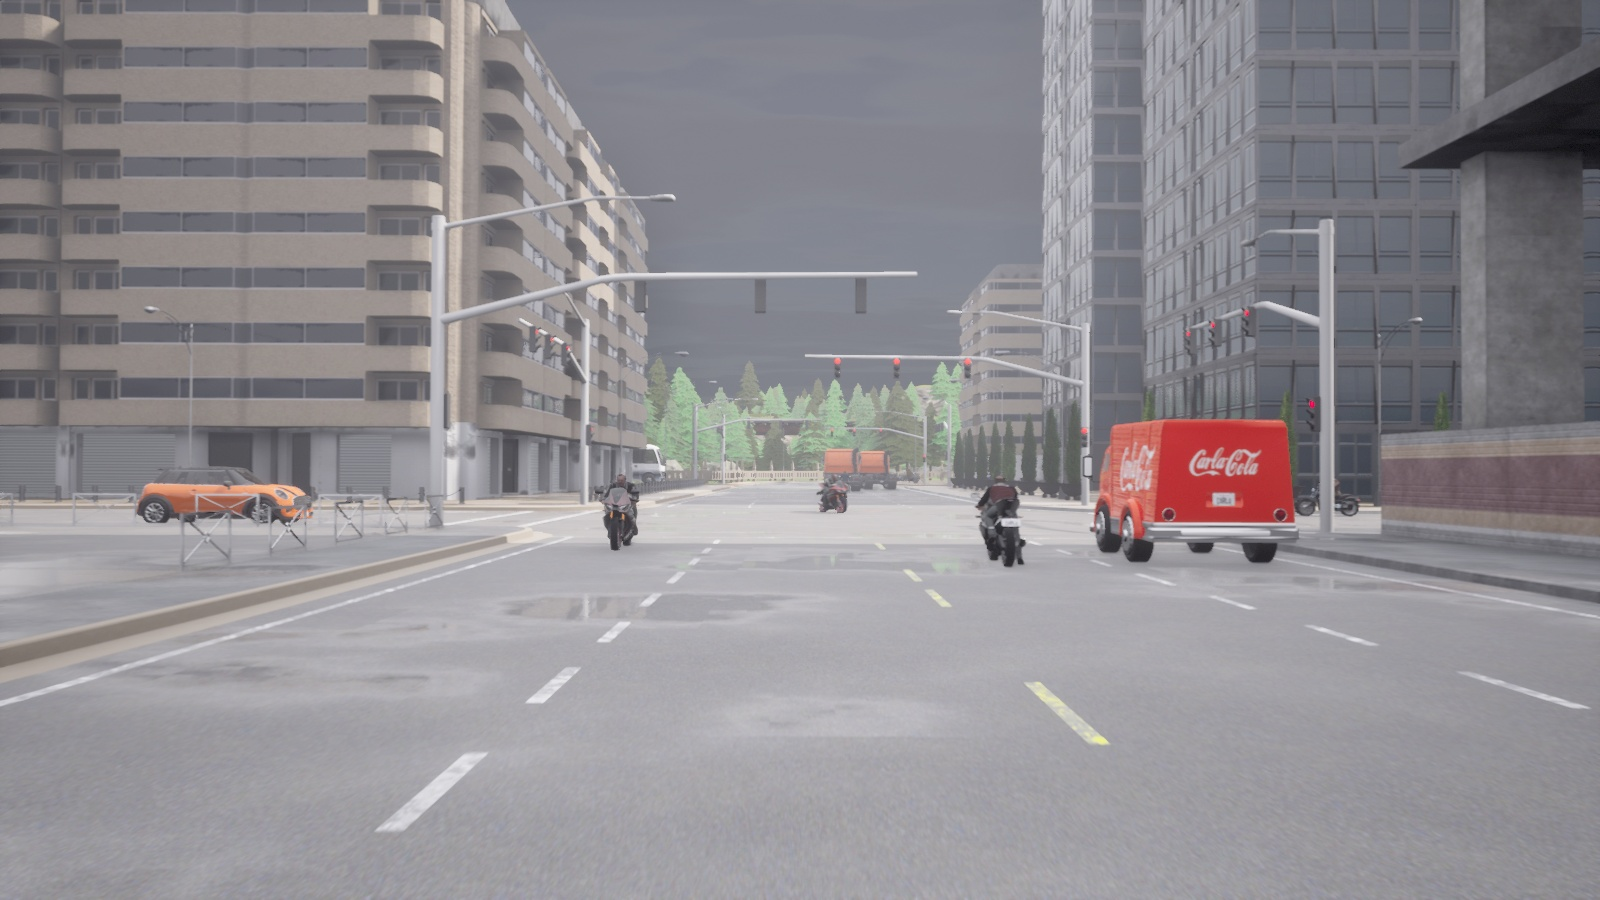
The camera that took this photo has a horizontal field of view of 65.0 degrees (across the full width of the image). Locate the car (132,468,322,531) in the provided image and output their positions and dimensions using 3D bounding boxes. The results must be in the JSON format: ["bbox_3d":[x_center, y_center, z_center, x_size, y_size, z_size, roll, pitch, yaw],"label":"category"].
[{"bbox_3d":[-16.538,1.405,36.447,4.553,1.767,2.097,0,-1,0],"label":"car"}]

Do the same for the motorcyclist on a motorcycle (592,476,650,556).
[{"bbox_3d":[-3.561,1.285,25.139,0.866,1.530,2.191,0,-1,0],"label":"motorcyclist on a motorcycle"}]

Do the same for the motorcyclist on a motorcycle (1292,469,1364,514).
[{"bbox_3d":[19.700,1.527,46.910,2.350,1.649,0.766,0,-1,0],"label":"motorcyclist on a motorcycle"}]

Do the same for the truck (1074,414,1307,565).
[{"bbox_3d":[6.942,0.687,23.106,2.627,2.467,5.204,0,-1,0],"label":"truck"}]

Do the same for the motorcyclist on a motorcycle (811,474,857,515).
[{"bbox_3d":[1.273,1.666,47.506,0.866,1.530,2.191,1,-1,-24],"label":"motorcyclist on a motorcycle"}]

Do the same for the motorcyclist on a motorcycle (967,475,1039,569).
[{"bbox_3d":[3.447,1.197,21.562,0.866,1.530,2.191,0,-1,0],"label":"motorcyclist on a motorcycle"}]
